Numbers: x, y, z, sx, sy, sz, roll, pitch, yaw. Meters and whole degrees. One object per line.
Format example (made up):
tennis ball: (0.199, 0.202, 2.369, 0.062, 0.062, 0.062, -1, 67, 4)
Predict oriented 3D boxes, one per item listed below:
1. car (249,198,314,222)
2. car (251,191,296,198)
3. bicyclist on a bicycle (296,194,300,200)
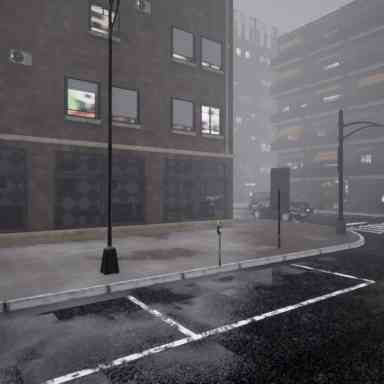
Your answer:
car: (6.227, 1.342, 24.159, 2.008, 1.369, 4.403, 1, 0, -36)
car: (7.135, 0.988, 27.301, 2.150, 2.045, 5.566, 0, 1, -36)
bicyclist on a bicycle: (11.485, 1.011, 36.175, 1.656, 1.620, 0.582, 0, 1, -36)
